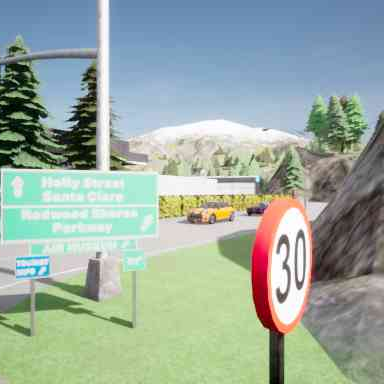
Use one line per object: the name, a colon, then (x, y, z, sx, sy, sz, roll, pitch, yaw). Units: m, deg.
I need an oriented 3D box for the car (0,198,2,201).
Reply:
car: (-12.422, 1.504, 26.064, 1.905, 1.878, 3.866, 0, 0, 35)

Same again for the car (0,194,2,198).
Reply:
car: (-38.665, 1.489, 69.982, 4.514, 1.523, 2.007, 0, 0, 35)

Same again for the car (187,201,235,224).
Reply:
car: (1.563, 1.544, 26.726, 2.097, 1.767, 4.553, 0, 0, 36)

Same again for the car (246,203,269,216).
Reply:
car: (7.468, 1.792, 34.853, 1.895, 1.301, 4.718, 0, 0, 36)
